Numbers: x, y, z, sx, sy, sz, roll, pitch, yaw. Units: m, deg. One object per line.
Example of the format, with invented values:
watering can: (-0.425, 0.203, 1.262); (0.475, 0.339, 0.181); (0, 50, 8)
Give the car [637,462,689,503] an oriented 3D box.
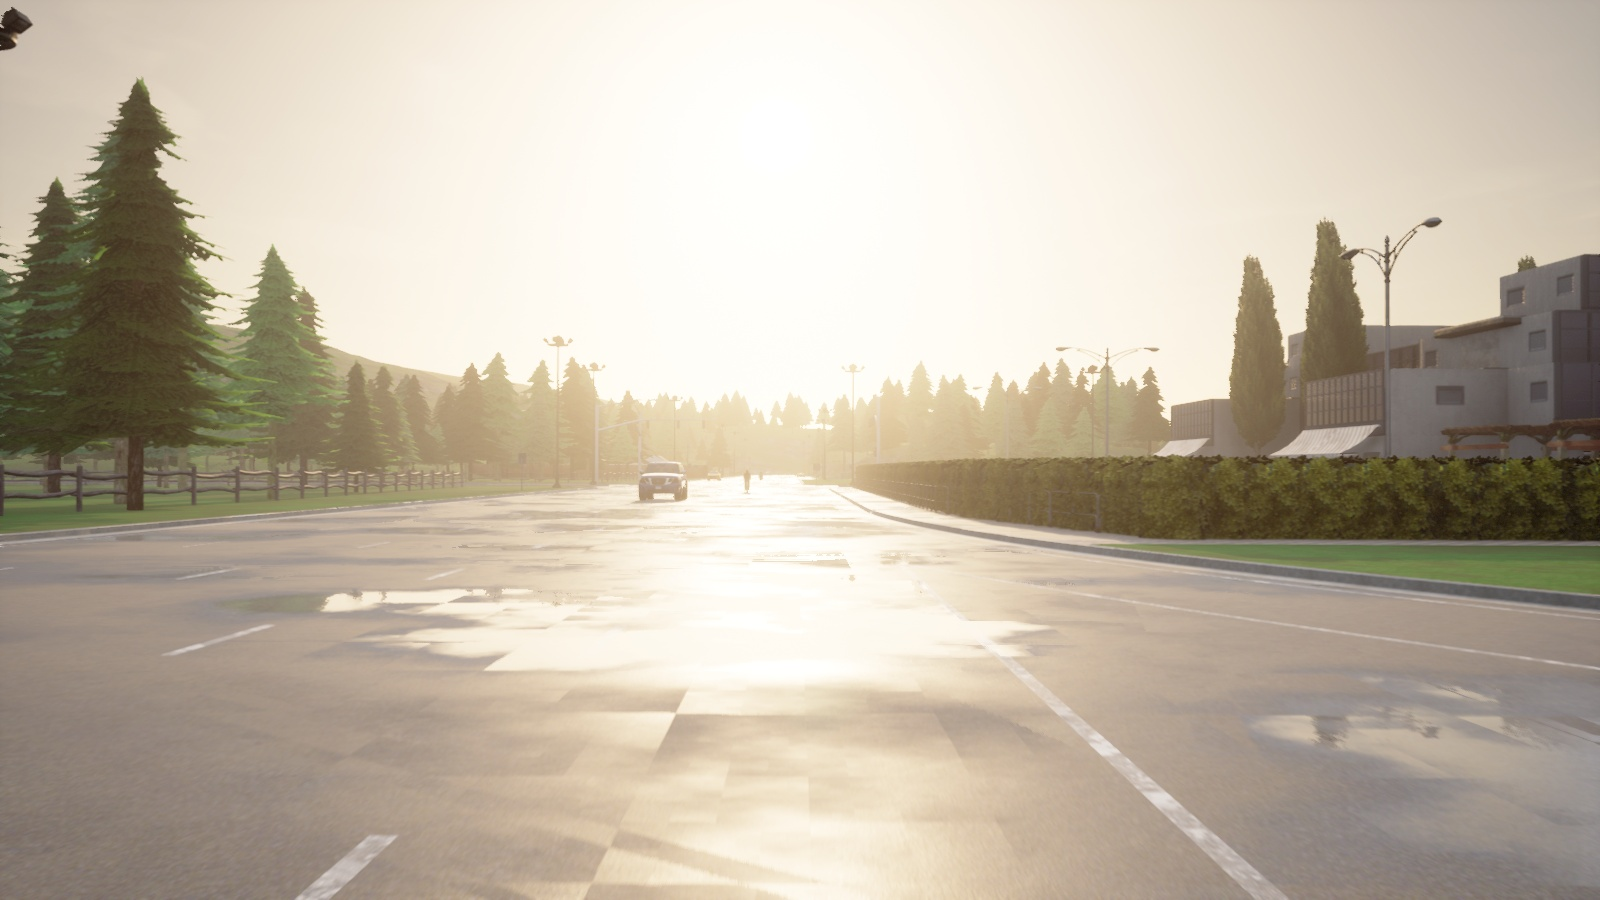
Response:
car: (-7.155, 1.669, 66.128); (2.150, 2.045, 5.566); (0, -1, 0)
